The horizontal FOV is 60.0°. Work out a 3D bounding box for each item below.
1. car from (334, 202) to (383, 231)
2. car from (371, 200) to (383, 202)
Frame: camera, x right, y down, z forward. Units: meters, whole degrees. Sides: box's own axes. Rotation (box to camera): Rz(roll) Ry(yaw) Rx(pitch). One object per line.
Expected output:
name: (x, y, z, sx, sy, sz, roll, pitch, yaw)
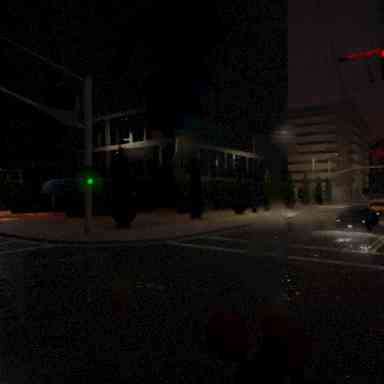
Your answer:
car: (10.537, 1.557, 21.018, 2.033, 1.411, 5.357, 0, 0, 36)
car: (16.298, 1.488, 28.935, 1.882, 1.535, 5.008, 0, 0, 36)
